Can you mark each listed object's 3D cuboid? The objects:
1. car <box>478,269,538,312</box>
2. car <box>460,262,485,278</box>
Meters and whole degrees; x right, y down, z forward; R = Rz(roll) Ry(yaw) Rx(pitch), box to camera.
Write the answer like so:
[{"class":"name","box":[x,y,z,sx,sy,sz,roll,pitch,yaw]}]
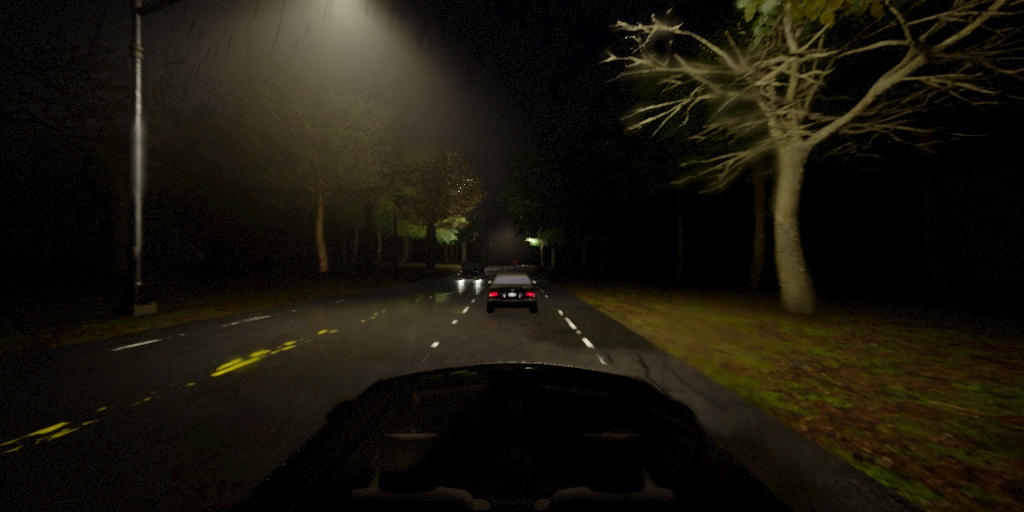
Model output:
[{"class":"car","box":[0.004,1.334,14.325,2.033,1.411,5.357,0,0,0]},{"class":"car","box":[-3.801,1.349,35.227,1.882,1.535,5.008,0,0,4]}]
